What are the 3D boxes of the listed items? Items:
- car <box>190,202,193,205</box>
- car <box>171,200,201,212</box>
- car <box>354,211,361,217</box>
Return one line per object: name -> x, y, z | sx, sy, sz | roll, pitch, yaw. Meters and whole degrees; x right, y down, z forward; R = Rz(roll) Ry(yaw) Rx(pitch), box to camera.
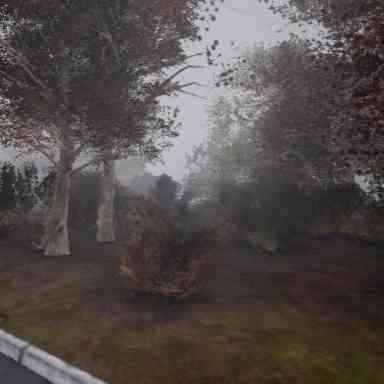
car -> 1.348, 2.137, 49.884 | 2.097, 1.535, 5.008 | 0, 0, 35
car -> -0.913, 2.117, 51.495 | 2.097, 1.535, 5.008 | 0, 0, 35
car -> 19.425, 1.983, 36.976 | 2.435, 2.045, 5.566 | 0, 0, 35
